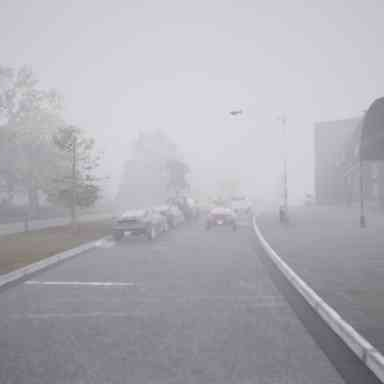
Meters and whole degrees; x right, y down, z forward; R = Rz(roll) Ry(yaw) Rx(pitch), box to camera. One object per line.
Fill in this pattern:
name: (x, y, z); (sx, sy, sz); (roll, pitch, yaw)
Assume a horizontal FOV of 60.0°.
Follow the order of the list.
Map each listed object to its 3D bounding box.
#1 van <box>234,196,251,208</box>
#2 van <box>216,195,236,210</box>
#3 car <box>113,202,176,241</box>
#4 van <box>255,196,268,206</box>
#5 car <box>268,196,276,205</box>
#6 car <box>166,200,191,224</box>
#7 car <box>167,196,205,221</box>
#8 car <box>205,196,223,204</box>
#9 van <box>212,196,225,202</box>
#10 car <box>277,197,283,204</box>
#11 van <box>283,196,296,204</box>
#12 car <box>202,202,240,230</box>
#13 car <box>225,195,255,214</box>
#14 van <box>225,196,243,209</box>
van: (9.179, 1.717, 60.325); (1.878, 1.987, 4.442); (-3, -1, 22)
van: (5.094, 1.586, 49.930); (1.878, 1.987, 4.442); (-3, -1, 20)
car: (-2.547, 1.571, 17.206); (2.231, 1.521, 4.892); (-3, 0, 8)
van: (14.051, 1.870, 70.393); (1.878, 1.987, 4.442); (-3, -1, 26)
car: (16.714, 1.921, 75.209); (2.435, 2.045, 5.566); (-3, -1, 27)
car: (-1.777, 1.600, 22.744); (2.231, 1.521, 4.892); (-3, 0, 9)
car: (-0.818, 1.377, 28.289); (2.435, 2.045, 5.566); (-3, -1, 11)
car: (1.780, 1.702, 39.324); (1.946, 1.575, 5.366); (-3, -1, 17)
van: (3.315, 1.530, 44.626); (1.878, 1.987, 4.442); (-3, -1, 15)
car: (19.581, 2.283, 79.971); (2.002, 1.452, 4.674); (-2, -1, 31)
van: (25.745, 2.142, 89.388); (1.878, 1.987, 4.442); (-2, -1, 34)
car: (1.988, 1.619, 21.723); (1.812, 1.442, 4.674); (0, 0, 9)
car: (5.708, 1.411, 38.986); (2.150, 2.045, 5.566); (-1, 0, 15)
van: (7.053, 1.649, 55.166); (1.878, 1.987, 4.442); (-3, -1, 20)
